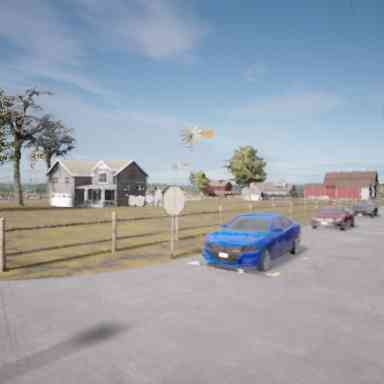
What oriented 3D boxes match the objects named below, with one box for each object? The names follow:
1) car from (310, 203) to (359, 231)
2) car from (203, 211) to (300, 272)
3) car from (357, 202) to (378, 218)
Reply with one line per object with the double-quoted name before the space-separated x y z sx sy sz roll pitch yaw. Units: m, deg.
"car" 8.916 1.533 20.916 1.812 1.442 4.674 1 0 35
"car" 2.193 1.457 11.196 1.882 1.535 5.008 1 0 33
"car" 16.167 1.615 31.104 2.033 1.411 5.357 1 0 35
